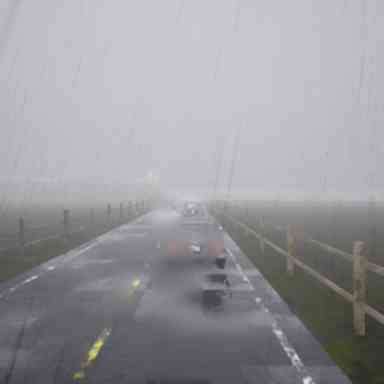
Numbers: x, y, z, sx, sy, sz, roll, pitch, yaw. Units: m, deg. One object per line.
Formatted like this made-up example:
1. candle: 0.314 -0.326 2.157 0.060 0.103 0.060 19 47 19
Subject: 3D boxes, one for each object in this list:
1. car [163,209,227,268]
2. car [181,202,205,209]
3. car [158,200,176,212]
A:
1. car: 0.085 1.529 11.205 2.033 1.411 5.357 0 0 0
2. car: 0.092 1.502 26.969 2.033 1.411 5.357 0 0 0
3. car: -2.836 1.532 38.560 1.895 1.301 4.718 0 0 0
